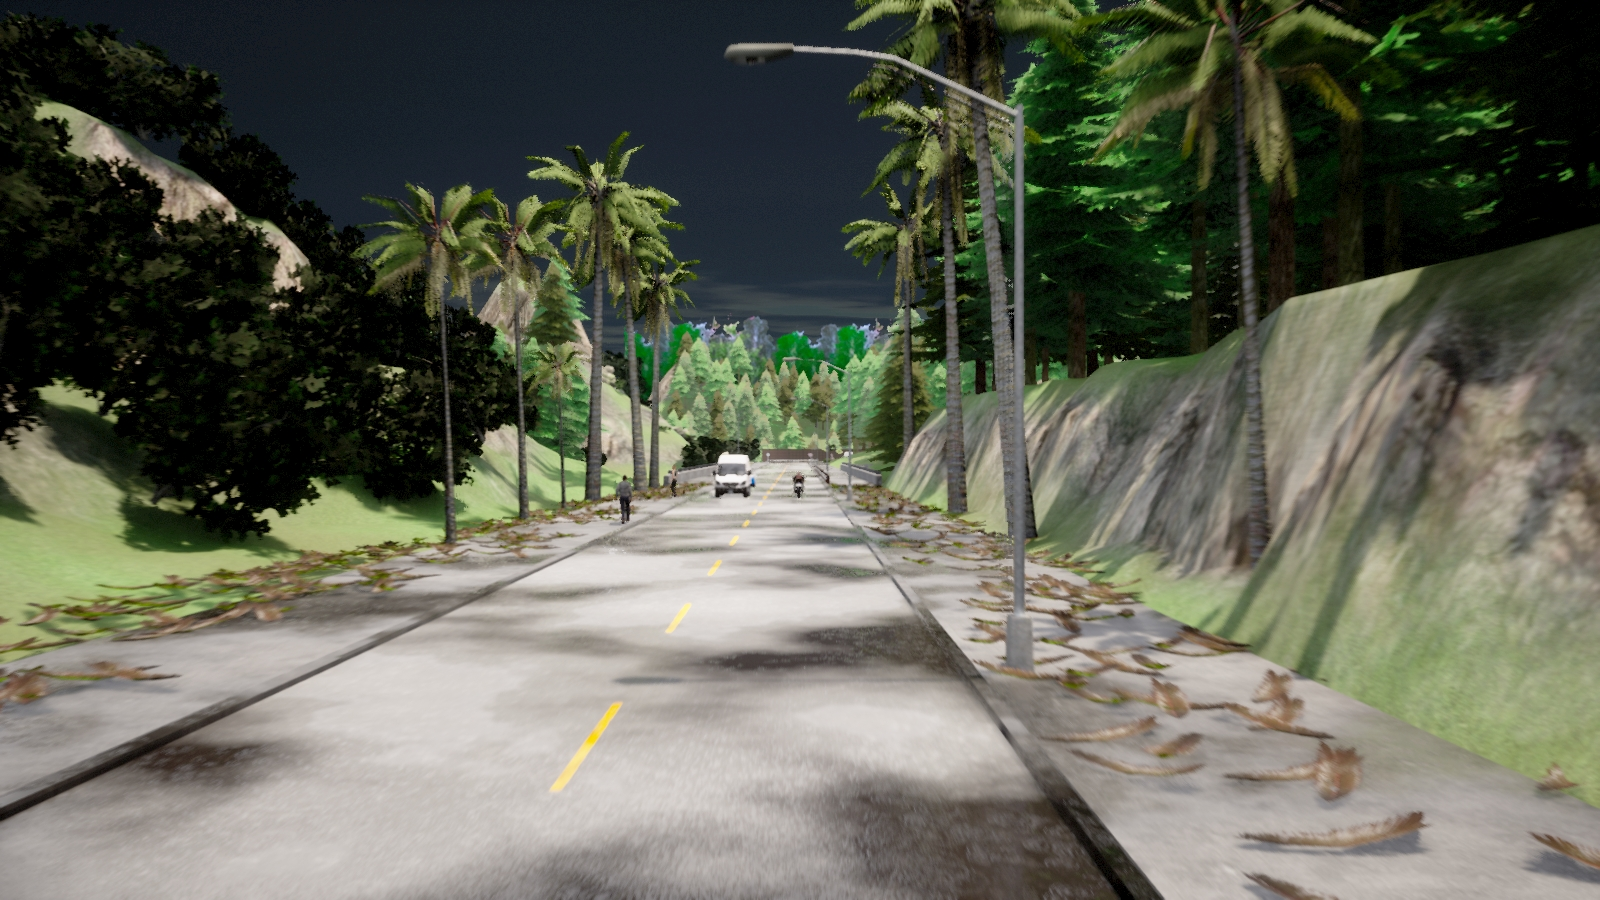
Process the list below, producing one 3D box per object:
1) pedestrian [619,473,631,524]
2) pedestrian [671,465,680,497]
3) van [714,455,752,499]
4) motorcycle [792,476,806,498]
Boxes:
[{"bbox_3d":[-6.395,1.770,41.823,0.375,1.860,0.375,0,0,3],"label":"pedestrian"},{"bbox_3d":[-7.239,1.785,66.323,0.375,1.860,0.375,0,0,42],"label":"pedestrian"},{"bbox_3d":[-4.058,1.579,69.932,1.988,2.561,5.915,0,0,0],"label":"van"},{"bbox_3d":[-0.065,2.250,70.181,0.867,1.251,2.209,0,0,0],"label":"motorcycle"}]
